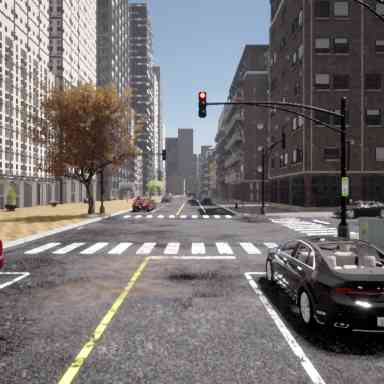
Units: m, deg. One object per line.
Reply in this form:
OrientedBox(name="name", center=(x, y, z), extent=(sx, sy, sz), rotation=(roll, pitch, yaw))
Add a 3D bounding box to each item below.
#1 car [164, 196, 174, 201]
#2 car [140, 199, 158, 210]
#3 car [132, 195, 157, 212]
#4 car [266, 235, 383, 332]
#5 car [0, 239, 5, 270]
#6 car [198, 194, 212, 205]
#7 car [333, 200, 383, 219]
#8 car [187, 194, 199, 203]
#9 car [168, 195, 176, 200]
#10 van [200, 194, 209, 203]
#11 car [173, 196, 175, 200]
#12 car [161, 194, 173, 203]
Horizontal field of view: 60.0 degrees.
OrientedBox(name="car", center=(-5.729, 1.631, 83.333), extent=(2.008, 1.369, 4.403), rotation=(0, 0, 0))
OrientedBox(name="car", center=(-5.712, 1.592, 44.673), extent=(1.947, 1.339, 4.313), rotation=(0, 0, 0))
OrientedBox(name="car", center=(-5.709, 1.336, 39.150), extent=(2.192, 1.841, 5.009), rotation=(0, 0, 0))
OrientedBox(name="car", center=(2.686, 1.551, 6.766), extent=(2.008, 1.369, 4.403), rotation=(0, 0, 0))
OrientedBox(name="car", center=(-5.694, 1.545, 6.762), extent=(1.887, 1.381, 4.507), rotation=(0, 0, 0))
OrientedBox(name="car", center=(2.662, 1.610, 61.245), extent=(1.947, 1.339, 4.313), rotation=(0, 0, 0))
OrientedBox(name="car", center=(13.414, 1.350, 26.177), extent=(4.403, 1.369, 2.008), rotation=(-1, 1, -1))
OrientedBox(name="car", center=(-0.032, 1.656, 68.920), extent=(1.895, 1.301, 4.718), rotation=(0, 0, 0))
OrientedBox(name="car", center=(-5.734, 1.653, 94.379), extent=(2.008, 1.369, 4.403), rotation=(0, 0, 0))
OrientedBox(name="van", center=(2.656, 1.401, 72.292), extent=(1.690, 1.788, 3.998), rotation=(0, 0, 0))
OrientedBox(name="car", center=(-5.727, 1.385, 77.810), extent=(2.192, 1.841, 5.009), rotation=(0, 0, 0))
OrientedBox(name="car", center=(-5.724, 1.626, 72.288), extent=(1.947, 1.339, 4.313), rotation=(0, 0, 0))
